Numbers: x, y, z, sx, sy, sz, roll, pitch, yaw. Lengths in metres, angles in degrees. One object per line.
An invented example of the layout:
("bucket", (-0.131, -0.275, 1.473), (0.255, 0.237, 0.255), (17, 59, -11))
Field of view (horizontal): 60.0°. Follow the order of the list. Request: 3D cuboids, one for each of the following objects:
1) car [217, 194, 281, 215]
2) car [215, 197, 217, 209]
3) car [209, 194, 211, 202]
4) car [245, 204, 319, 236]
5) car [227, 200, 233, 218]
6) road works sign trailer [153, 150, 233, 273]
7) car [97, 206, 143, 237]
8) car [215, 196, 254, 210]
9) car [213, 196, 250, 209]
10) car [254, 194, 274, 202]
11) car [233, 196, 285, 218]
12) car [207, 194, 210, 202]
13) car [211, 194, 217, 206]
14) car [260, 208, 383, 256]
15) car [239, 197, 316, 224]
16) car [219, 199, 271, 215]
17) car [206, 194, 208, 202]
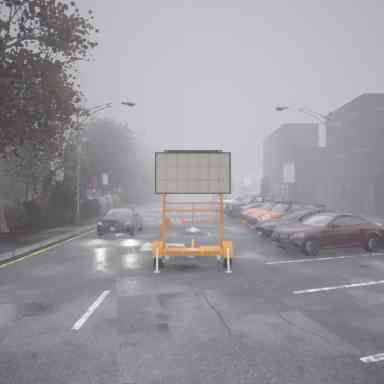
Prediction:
("car", (5.399, 1.252, 27.913), (5.566, 2.045, 2.435), (1, 0, -20))
("car", (5.253, 1.504, 30.870), (5.366, 1.575, 1.946), (1, 0, -20))
("car", (5.579, 1.448, 51.961), (4.553, 1.767, 2.185), (1, 0, -20))
("car", (5.319, 1.518, 15.917), (4.792, 1.488, 2.163), (1, 0, -20))
("car", (5.389, 1.539, 24.934), (4.674, 1.452, 2.002), (1, 0, -20))
("road works sign trailer", (0.028, 0.466, 10.667), (2.380, 3.560, 2.880), (0, 0, 0))
("car", (-3.828, 1.531, 18.366), (1.812, 1.442, 4.674), (0, 0, 0))
("car", (5.467, 1.415, 42.943), (4.553, 1.767, 2.185), (1, 0, -20))
("car", (5.484, 1.425, 45.944), (4.553, 1.767, 2.185), (1, 0, -20))
("car", (18.633, 1.466, 85.954), (2.435, 2.045, 5.566), (0, 0, -21))
("car", (5.409, 1.370, 21.938), (4.553, 1.767, 2.185), (1, 0, -20))
("car", (5.550, 1.585, 54.964), (5.008, 1.535, 2.097), (1, -1, -20))
("car", (5.440, 1.272, 36.929), (5.566, 2.045, 2.435), (1, 0, -20))
("car", (5.336, 1.528, 12.925), (4.674, 1.452, 2.002), (1, 0, -20))
("car", (5.393, 1.367, 18.937), (4.553, 1.767, 2.185), (1, 0, -20))
("car", (5.416, 1.546, 33.927), (4.792, 1.488, 2.163), (1, 0, -20))
("car", (5.618, 1.393, 70.002), (5.566, 2.045, 2.435), (1, 0, -20))
